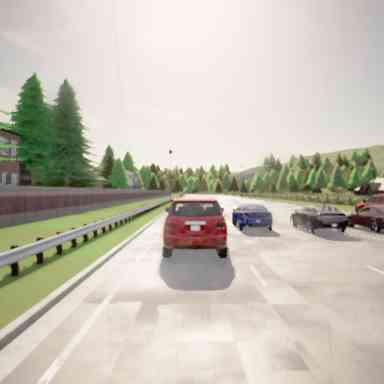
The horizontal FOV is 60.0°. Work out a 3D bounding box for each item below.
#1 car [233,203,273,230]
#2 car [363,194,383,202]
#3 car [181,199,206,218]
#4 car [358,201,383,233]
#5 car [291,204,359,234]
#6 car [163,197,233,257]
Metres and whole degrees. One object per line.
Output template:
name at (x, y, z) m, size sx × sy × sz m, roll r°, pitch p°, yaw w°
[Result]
car at (3.612, 1.429, 20.577) m, size 1.882 × 1.535 × 5.008 m, roll 0°, pitch 0°, yaw 0°
car at (14.112, 1.164, 24.274) m, size 2.150 × 2.045 × 5.566 m, roll 0°, pitch 0°, yaw 0°
car at (0.116, 1.420, 30.253) m, size 2.128 × 1.511 × 4.902 m, roll 0°, pitch 0°, yaw 0°
car at (10.597, 1.480, 18.998) m, size 1.812 × 1.442 × 4.674 m, roll 0°, pitch 0°, yaw 0°
car at (7.110, 1.446, 19.024) m, size 2.128 × 1.511 × 4.902 m, roll 0°, pitch 0°, yaw 0°
car at (0.107, 1.191, 12.868) m, size 2.150 × 2.045 × 5.566 m, roll 0°, pitch 0°, yaw 0°
